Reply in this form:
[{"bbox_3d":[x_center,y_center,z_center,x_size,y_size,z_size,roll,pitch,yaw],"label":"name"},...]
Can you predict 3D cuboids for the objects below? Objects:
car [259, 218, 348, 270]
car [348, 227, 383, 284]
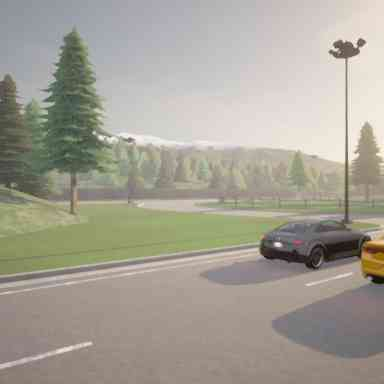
[{"bbox_3d":[4.239,1.560,11.177,4.181,1.385,1.994,0,0,-35],"label":"car"},{"bbox_3d":[6.219,1.474,8.289,5.008,1.535,1.882,0,0,-35],"label":"car"}]
